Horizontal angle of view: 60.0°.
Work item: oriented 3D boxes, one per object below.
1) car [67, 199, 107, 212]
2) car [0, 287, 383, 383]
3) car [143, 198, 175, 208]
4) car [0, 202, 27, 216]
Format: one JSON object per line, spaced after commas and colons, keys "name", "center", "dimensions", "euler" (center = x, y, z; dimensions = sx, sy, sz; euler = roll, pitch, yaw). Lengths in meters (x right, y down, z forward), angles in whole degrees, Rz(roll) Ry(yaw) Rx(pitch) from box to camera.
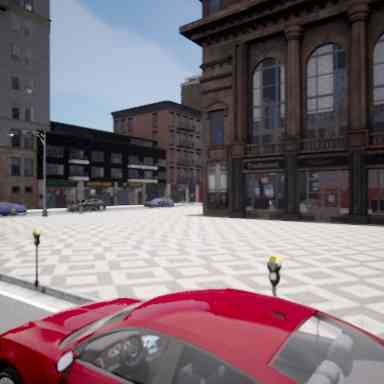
{"name": "car", "center": [-12.410, 1.565, 39.367], "dimensions": [1.837, 1.490, 4.892], "euler": [0, 0, 37]}
{"name": "car", "center": [0.016, 1.549, 2.833], "dimensions": [4.507, 1.381, 1.887], "euler": [0, 0, 35]}
{"name": "car", "center": [-4.839, 1.619, 49.657], "dimensions": [2.033, 1.411, 5.357], "euler": [0, 0, 36]}
{"name": "car", "center": [-18.434, 1.603, 31.168], "dimensions": [2.033, 1.411, 5.357], "euler": [0, 0, 36]}
